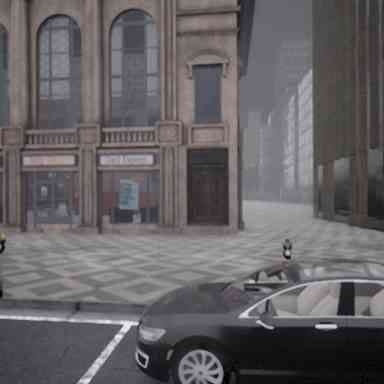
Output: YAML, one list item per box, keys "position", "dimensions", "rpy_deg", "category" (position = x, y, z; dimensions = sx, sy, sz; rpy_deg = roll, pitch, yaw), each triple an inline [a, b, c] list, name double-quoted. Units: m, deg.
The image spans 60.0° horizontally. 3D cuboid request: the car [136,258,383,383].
- position: [1.504, 1.550, 4.164]
  dimensions: [4.403, 1.369, 2.008]
  rpy_deg: [0, 0, 7]
  category: "car"
